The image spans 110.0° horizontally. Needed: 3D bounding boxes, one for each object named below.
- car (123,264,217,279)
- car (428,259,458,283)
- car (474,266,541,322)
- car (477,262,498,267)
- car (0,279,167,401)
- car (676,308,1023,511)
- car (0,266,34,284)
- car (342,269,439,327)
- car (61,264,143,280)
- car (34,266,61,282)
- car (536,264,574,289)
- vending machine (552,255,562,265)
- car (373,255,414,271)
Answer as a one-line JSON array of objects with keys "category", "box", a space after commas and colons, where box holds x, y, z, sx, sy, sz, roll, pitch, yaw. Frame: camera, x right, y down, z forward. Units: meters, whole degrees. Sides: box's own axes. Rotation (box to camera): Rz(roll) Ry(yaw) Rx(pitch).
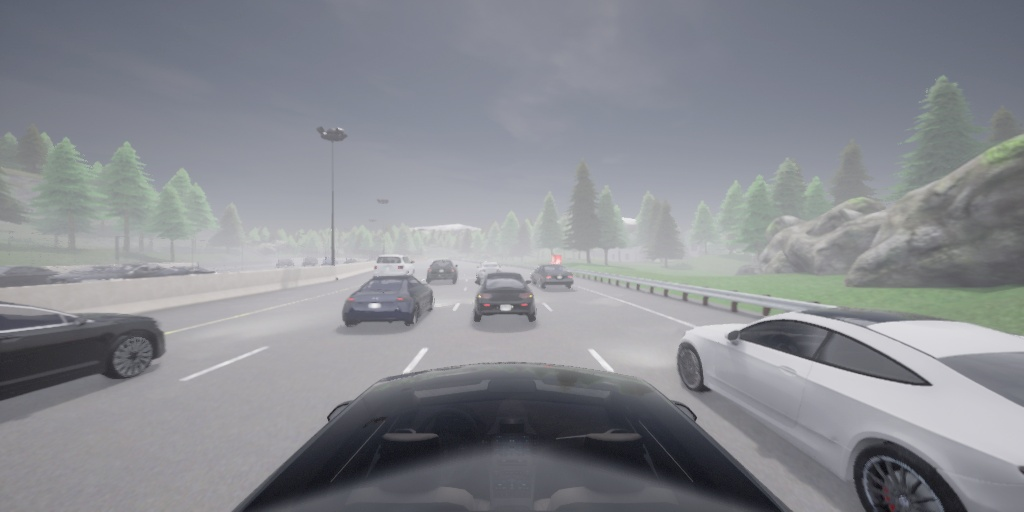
[{"category": "car", "box": [-18.624, 1.304, 20.207, 1.994, 1.385, 4.181, 0, 0, -6]}, {"category": "car", "box": [-5.161, 1.042, 27.024, 2.097, 1.767, 4.553, 0, 0, -7]}, {"category": "car", "box": [-0.288, 1.247, 12.132, 1.812, 1.442, 4.674, 0, 0, -3]}, {"category": "car", "box": [-1.805, 1.204, 28.397, 1.812, 1.442, 4.674, 0, 0, -7]}, {"category": "car", "box": [-7.020, 1.251, 4.332, 2.128, 1.511, 4.902, 0, 0, -1]}, {"category": "car", "box": [3.488, 1.262, 3.692, 1.812, 1.442, 4.674, 0, 0, 0]}, {"category": "car", "box": [-29.232, 1.288, 20.766, 1.812, 1.442, 4.674, 0, 0, -6]}, {"category": "car", "box": [-3.768, 1.294, 11.577, 1.994, 1.385, 4.181, 0, 0, -3]}, {"category": "car", "box": [-22.212, 1.239, 20.949, 2.128, 1.511, 4.902, 0, 0, -6]}, {"category": "car", "box": [-25.896, 1.315, 22.263, 1.994, 1.385, 4.181, 0, 0, -7]}, {"category": "car", "box": [2.424, 1.232, 22.603, 2.033, 1.411, 5.357, 0, 0, -6]}, {"category": "vending machine", "box": [5.005, 0.825, 39.831, 1.100, 2.100, 0.880, 0, 0, -10]}, {"category": "car", "box": [-8.585, 0.921, 26.394, 2.150, 2.045, 5.566, 0, 0, -8]}]
